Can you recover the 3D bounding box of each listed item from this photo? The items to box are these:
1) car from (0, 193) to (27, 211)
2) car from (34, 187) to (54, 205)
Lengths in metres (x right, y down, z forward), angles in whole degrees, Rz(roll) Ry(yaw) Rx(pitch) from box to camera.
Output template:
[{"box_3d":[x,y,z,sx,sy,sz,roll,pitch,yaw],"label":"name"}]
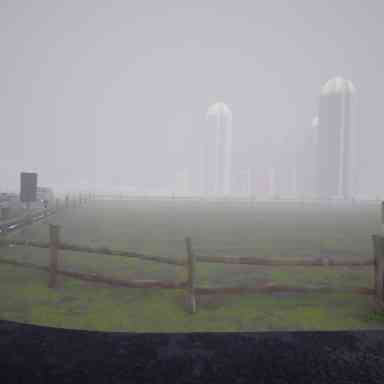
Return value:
[{"box_3d":[-16.233,0.817,29.125,2.128,1.511,4.902,2,1,-10],"label":"car"},{"box_3d":[-18.078,0.384,39.575,2.150,2.045,5.566,2,1,-9],"label":"car"}]
